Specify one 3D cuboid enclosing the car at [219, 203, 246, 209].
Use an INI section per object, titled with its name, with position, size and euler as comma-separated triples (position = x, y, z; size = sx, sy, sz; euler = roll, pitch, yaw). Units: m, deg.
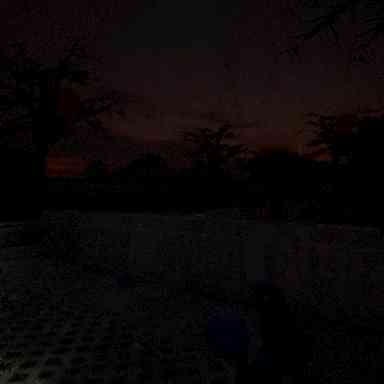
[car]
position = 4.778, 2.019, 38.732
size = 1.994, 1.385, 4.181
euler = 2, 0, 36
